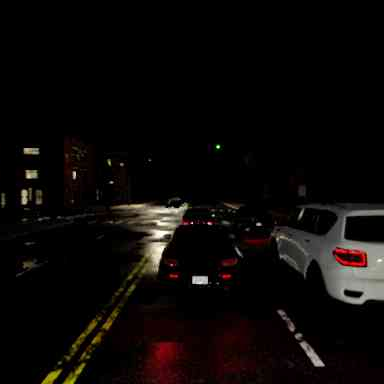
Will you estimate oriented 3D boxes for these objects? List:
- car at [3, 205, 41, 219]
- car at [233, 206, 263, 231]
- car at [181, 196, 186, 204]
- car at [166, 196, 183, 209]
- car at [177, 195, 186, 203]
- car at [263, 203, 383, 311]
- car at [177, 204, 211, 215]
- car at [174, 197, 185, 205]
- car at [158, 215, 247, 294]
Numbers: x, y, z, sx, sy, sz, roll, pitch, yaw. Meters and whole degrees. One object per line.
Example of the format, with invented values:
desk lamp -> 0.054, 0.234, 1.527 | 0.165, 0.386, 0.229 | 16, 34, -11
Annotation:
car -> -17.828, 1.946, 32.734 | 5.357, 1.411, 2.033 | -1, 0, -1
car -> 3.574, 1.556, 20.046 | 1.882, 1.535, 5.008 | 0, 0, 1
car -> -2.733, 1.719, 58.596 | 2.128, 1.511, 4.902 | 0, 0, 1
car -> -2.816, 1.757, 49.817 | 1.994, 1.385, 4.181 | 0, 0, 1
car -> -2.490, 1.664, 79.011 | 2.097, 1.767, 4.553 | 0, 0, 0
car -> 3.433, 1.254, 7.972 | 2.150, 2.045, 5.566 | 0, 0, 0
car -> 0.308, 1.620, 18.756 | 2.033, 1.411, 5.357 | 0, 0, 0
car -> -2.571, 1.834, 69.008 | 1.994, 1.385, 4.181 | 0, 0, 0
car -> 0.197, 1.560, 8.767 | 1.812, 1.442, 4.674 | 0, 0, 1
